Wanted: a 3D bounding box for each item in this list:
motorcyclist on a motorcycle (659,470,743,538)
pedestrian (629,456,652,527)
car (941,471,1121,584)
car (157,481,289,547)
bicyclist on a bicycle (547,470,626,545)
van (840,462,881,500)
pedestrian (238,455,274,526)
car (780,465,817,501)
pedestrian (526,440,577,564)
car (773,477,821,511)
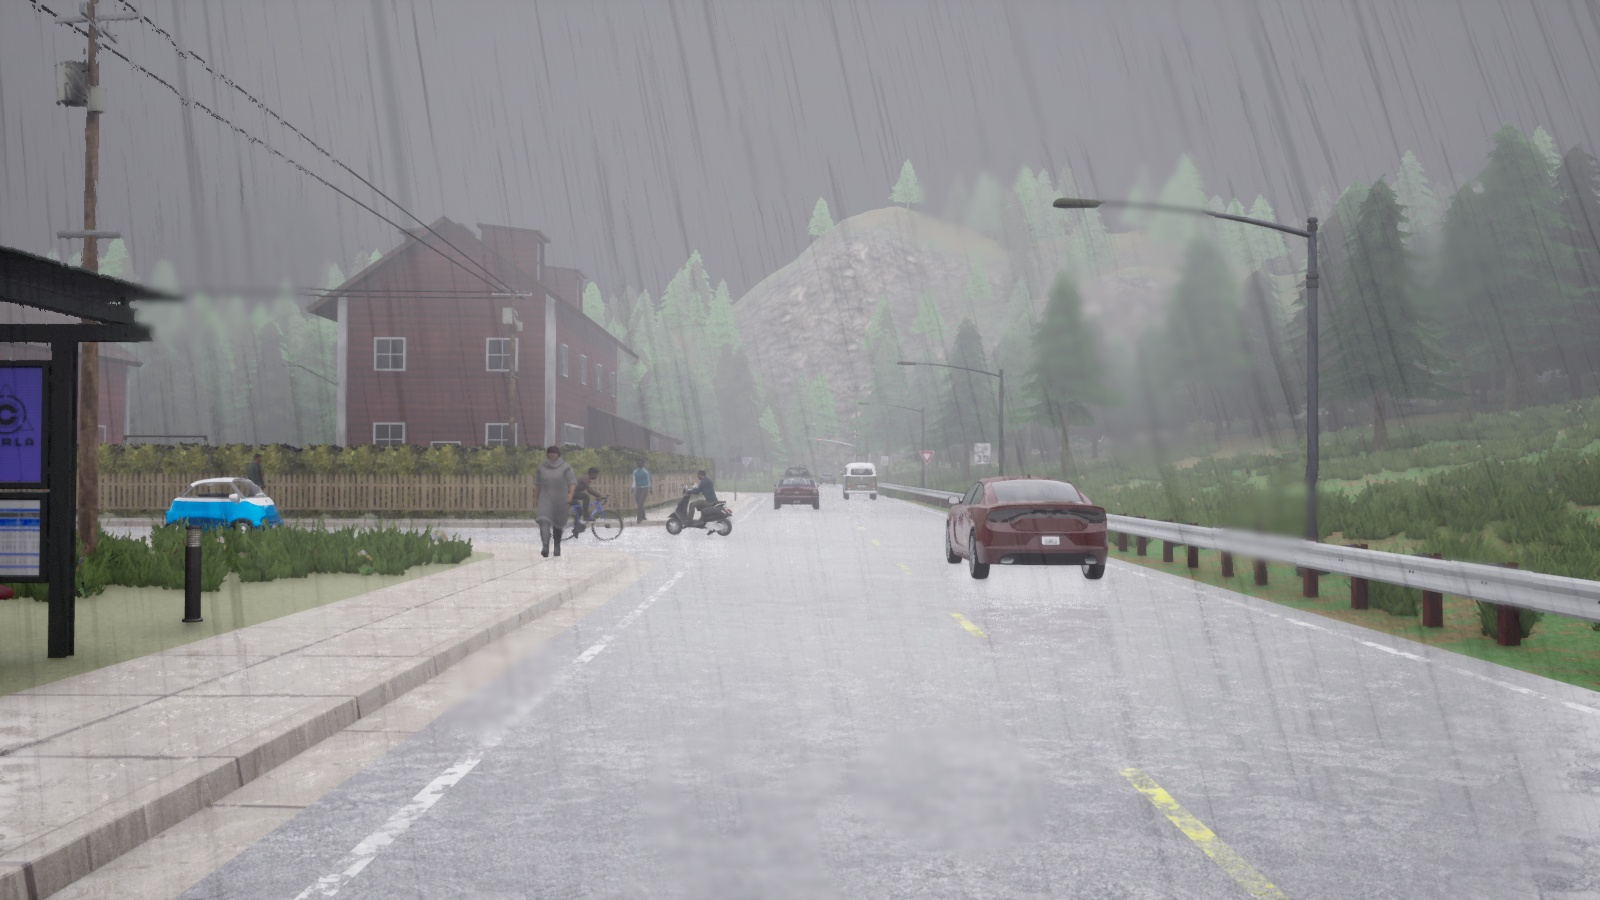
[{"bbox_3d":[-2.374,1.282,30.135,1.817,1.590,0.866,-1,-1,21],"label":"motorcyclist on a motorcycle"},{"bbox_3d":[-4.428,1.149,34.847,0.396,1.930,0.692,0,-1,15],"label":"pedestrian"},{"bbox_3d":[3.453,1.109,19.755,1.882,1.535,5.008,0,-1,0],"label":"car"},{"bbox_3d":[-12.526,1.377,27.339,2.207,1.376,1.481,-1,-1,0],"label":"car"},{"bbox_3d":[-4.669,1.248,27.548,1.656,1.620,0.582,0,-1,-7],"label":"bicyclist on a bicycle"},{"bbox_3d":[3.332,1.701,70.060,2.069,2.038,4.480,0,-1,0],"label":"van"},{"bbox_3d":[-15.098,1.114,34.863,0.788,1.949,0.423,0,-1,-1],"label":"pedestrian"},{"bbox_3d":[-0.130,1.774,68.185,1.932,1.855,4.605,0,-1,-1],"label":"car"},{"bbox_3d":[-3.995,0.825,20.252,0.659,1.952,0.873,0,-1,0],"label":"pedestrian"},{"bbox_3d":[-0.124,1.787,52.012,1.895,1.301,4.718,0,-1,0],"label":"car"}]
